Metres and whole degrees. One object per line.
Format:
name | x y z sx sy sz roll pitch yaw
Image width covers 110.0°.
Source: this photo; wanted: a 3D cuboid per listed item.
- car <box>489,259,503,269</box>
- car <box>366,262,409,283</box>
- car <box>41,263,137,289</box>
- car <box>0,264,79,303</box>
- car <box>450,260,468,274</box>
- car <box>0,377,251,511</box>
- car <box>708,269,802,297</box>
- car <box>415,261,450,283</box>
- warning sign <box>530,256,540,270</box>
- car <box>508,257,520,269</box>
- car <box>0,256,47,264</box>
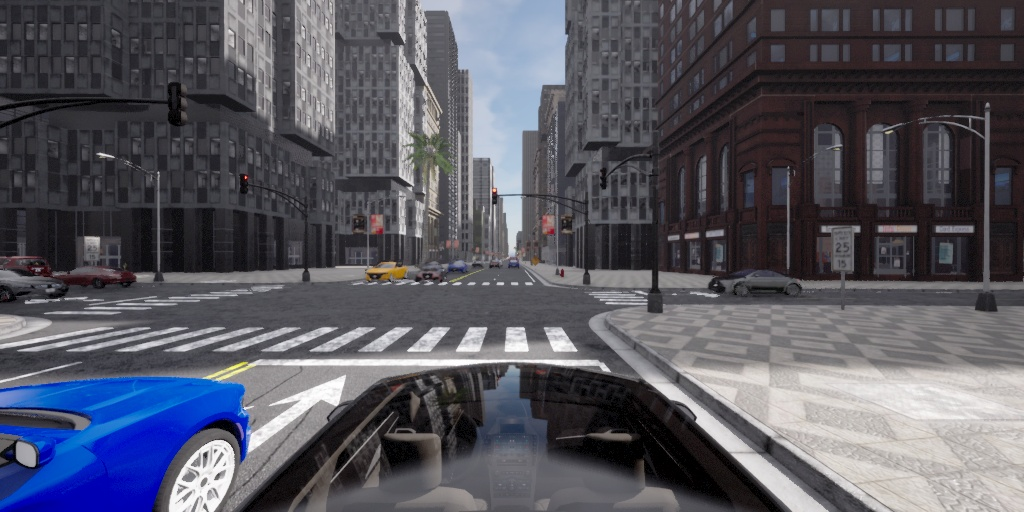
car | -2.951 1.438 62.490 1.837 1.490 4.892 0 0 0
car | -9.879 1.237 28.695 1.882 1.535 5.008 0 0 3
car | -24.973 1.231 21.379 4.207 1.307 1.802 0 0 -1
car | -22.430 1.215 15.635 4.674 1.442 1.812 1 0 1
car | -6.398 1.280 42.460 1.882 1.535 5.008 0 0 0
car | -3.156 1.228 1.000 1.882 1.535 5.008 0 0 0
car | 12.900 1.381 19.163 4.181 1.385 1.994 0 0 0
car | -6.268 1.322 28.089 1.994 1.385 4.181 0 0 -3
warning sign | 3.074 0.941 47.326 1.300 1.860 1.060 0 0 0
car | 0.343 1.408 62.167 1.882 1.535 5.008 0 0 1
car | -30.612 0.944 21.320 5.009 1.841 2.192 0 0 -1
